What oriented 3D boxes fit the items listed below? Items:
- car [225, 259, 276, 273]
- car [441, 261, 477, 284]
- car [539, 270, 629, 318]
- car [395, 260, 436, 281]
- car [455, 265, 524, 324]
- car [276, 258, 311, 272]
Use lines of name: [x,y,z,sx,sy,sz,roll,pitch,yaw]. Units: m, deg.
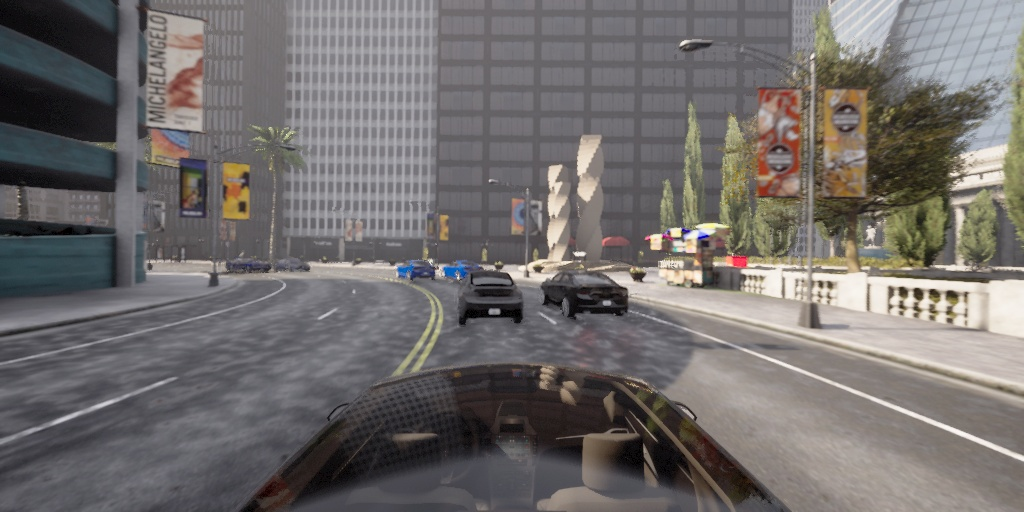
car: [-25.253,0.932,34.414,4.718,1.301,1.895,1,0,27]
car: [-4.108,1.125,29.028,1.882,1.535,5.008,1,0,-33]
car: [2.414,1.245,13.205,1.882,1.535,5.008,1,0,-10]
car: [-7.597,1.076,28.007,1.882,1.535,5.008,1,0,-34]
car: [-0.851,1.225,11.832,1.837,1.490,4.892,1,0,-9]
car: [-22.677,0.928,36.897,4.181,1.385,1.994,1,0,29]
